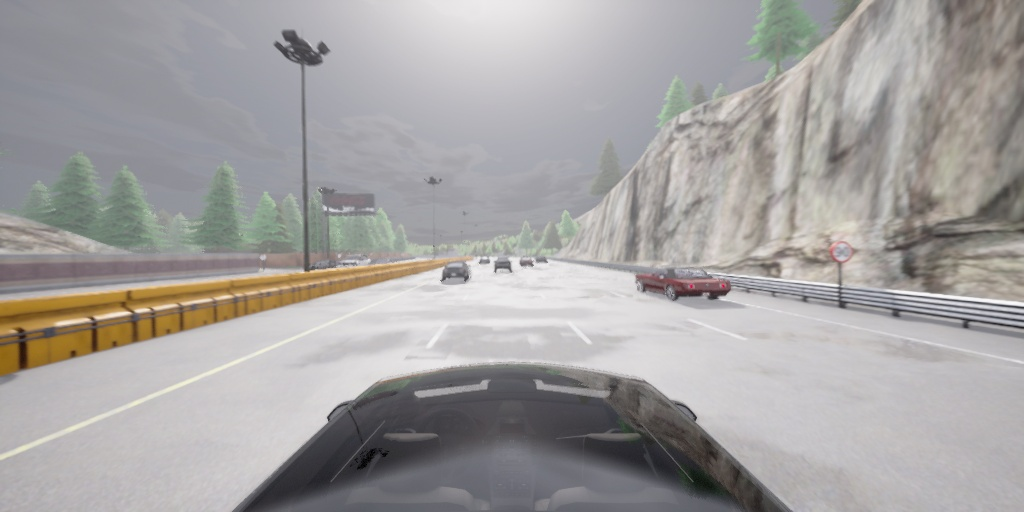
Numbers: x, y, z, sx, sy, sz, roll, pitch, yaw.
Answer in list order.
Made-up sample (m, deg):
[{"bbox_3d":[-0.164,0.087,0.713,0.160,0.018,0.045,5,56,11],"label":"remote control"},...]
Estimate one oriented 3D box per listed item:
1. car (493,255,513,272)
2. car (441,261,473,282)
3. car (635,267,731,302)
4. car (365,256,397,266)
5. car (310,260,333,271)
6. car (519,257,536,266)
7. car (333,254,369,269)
[{"bbox_3d":[-0.954,0.915,38.969,1.837,1.490,4.892,-1,0,-1],"label":"car"},{"bbox_3d":[-4.095,1.097,26.946,1.812,1.442,4.674,-1,0,-2],"label":"car"},{"bbox_3d":[7.022,1.118,15.424,1.895,1.301,4.718,-1,1,-3],"label":"car"},{"bbox_3d":[-15.136,1.078,42.585,2.128,1.511,4.902,-1,0,-1],"label":"car"},{"bbox_3d":[-22.135,1.225,42.683,1.837,1.490,4.892,-1,1,-1],"label":"car"},{"bbox_3d":[2.063,0.833,53.226,1.895,1.301,4.718,-1,1,-1],"label":"car"},{"bbox_3d":[-18.641,0.850,42.731,2.150,2.045,5.566,-1,1,-1],"label":"car"}]
